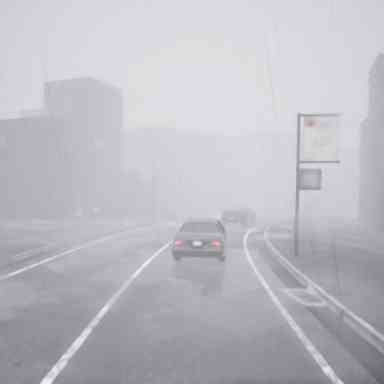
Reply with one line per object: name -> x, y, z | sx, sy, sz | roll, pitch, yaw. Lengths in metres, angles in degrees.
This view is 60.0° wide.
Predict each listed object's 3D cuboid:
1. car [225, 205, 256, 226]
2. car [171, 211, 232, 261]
car -> 3.970, 1.860, 27.581 | 1.882, 1.535, 5.008 | 2, 0, 23
car -> 0.413, 1.699, 12.980 | 2.033, 1.411, 5.357 | 0, -1, 6
